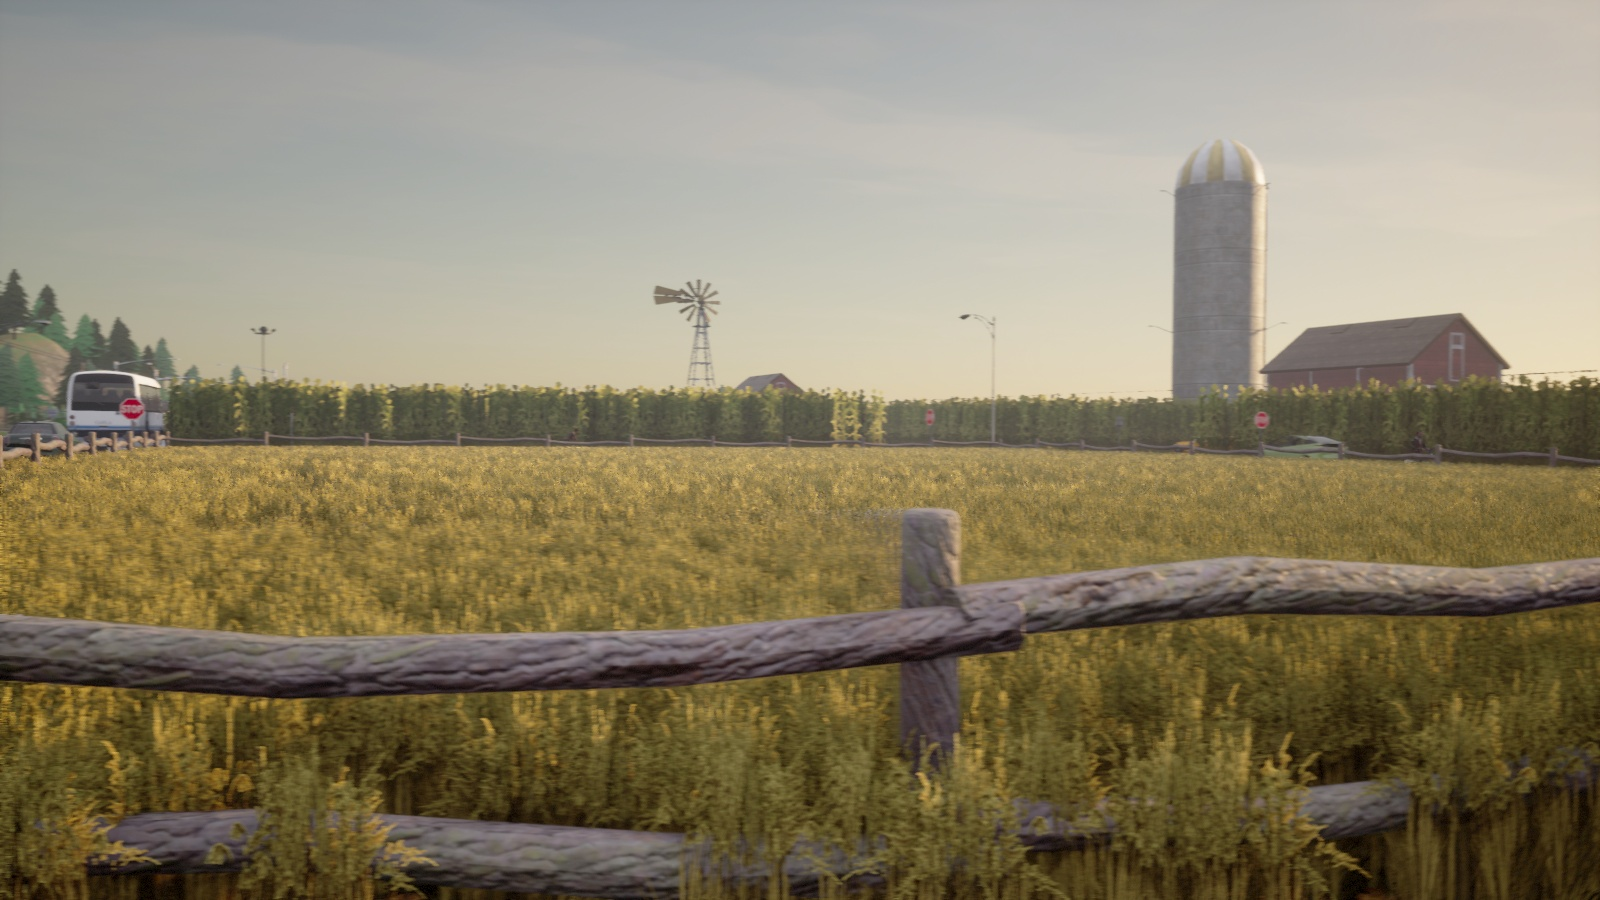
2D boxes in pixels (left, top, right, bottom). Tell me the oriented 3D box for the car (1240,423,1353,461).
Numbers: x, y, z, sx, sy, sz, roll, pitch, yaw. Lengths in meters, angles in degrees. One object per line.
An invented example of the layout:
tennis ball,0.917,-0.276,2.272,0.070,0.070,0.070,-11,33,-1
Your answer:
car,21.276,-0.382,54.020,2.007,1.525,4.514,-1,1,-21

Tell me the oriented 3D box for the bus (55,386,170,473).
bus,-36.149,-1.088,66.511,3.944,4.253,10.273,-1,1,-21

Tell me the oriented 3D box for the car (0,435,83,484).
car,-29.083,0.322,48.128,2.097,1.767,4.553,-1,1,-21

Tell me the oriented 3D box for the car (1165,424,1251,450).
car,25.568,-0.819,78.689,5.008,1.535,1.882,-1,1,-21
